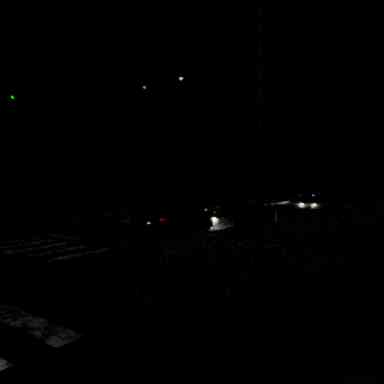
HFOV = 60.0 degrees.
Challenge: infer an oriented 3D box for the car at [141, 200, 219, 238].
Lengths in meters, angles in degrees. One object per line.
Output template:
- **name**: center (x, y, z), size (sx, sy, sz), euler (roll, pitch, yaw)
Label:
- **car**: center (-0.728, 1.264, 15.909), size (1.994, 1.385, 4.181), euler (1, 1, 34)

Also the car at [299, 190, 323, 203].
- **car**: center (16.121, 0.479, 44.953), size (2.097, 1.767, 4.553), euler (1, 1, 36)

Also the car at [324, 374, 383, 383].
- **car**: center (2.629, 1.536, 1.092), size (4.829, 1.417, 1.752), euler (0, 0, 35)

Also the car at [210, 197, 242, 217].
- **car**: center (2.172, 1.070, 25.682), size (1.994, 1.385, 4.181), euler (1, 1, 36)
